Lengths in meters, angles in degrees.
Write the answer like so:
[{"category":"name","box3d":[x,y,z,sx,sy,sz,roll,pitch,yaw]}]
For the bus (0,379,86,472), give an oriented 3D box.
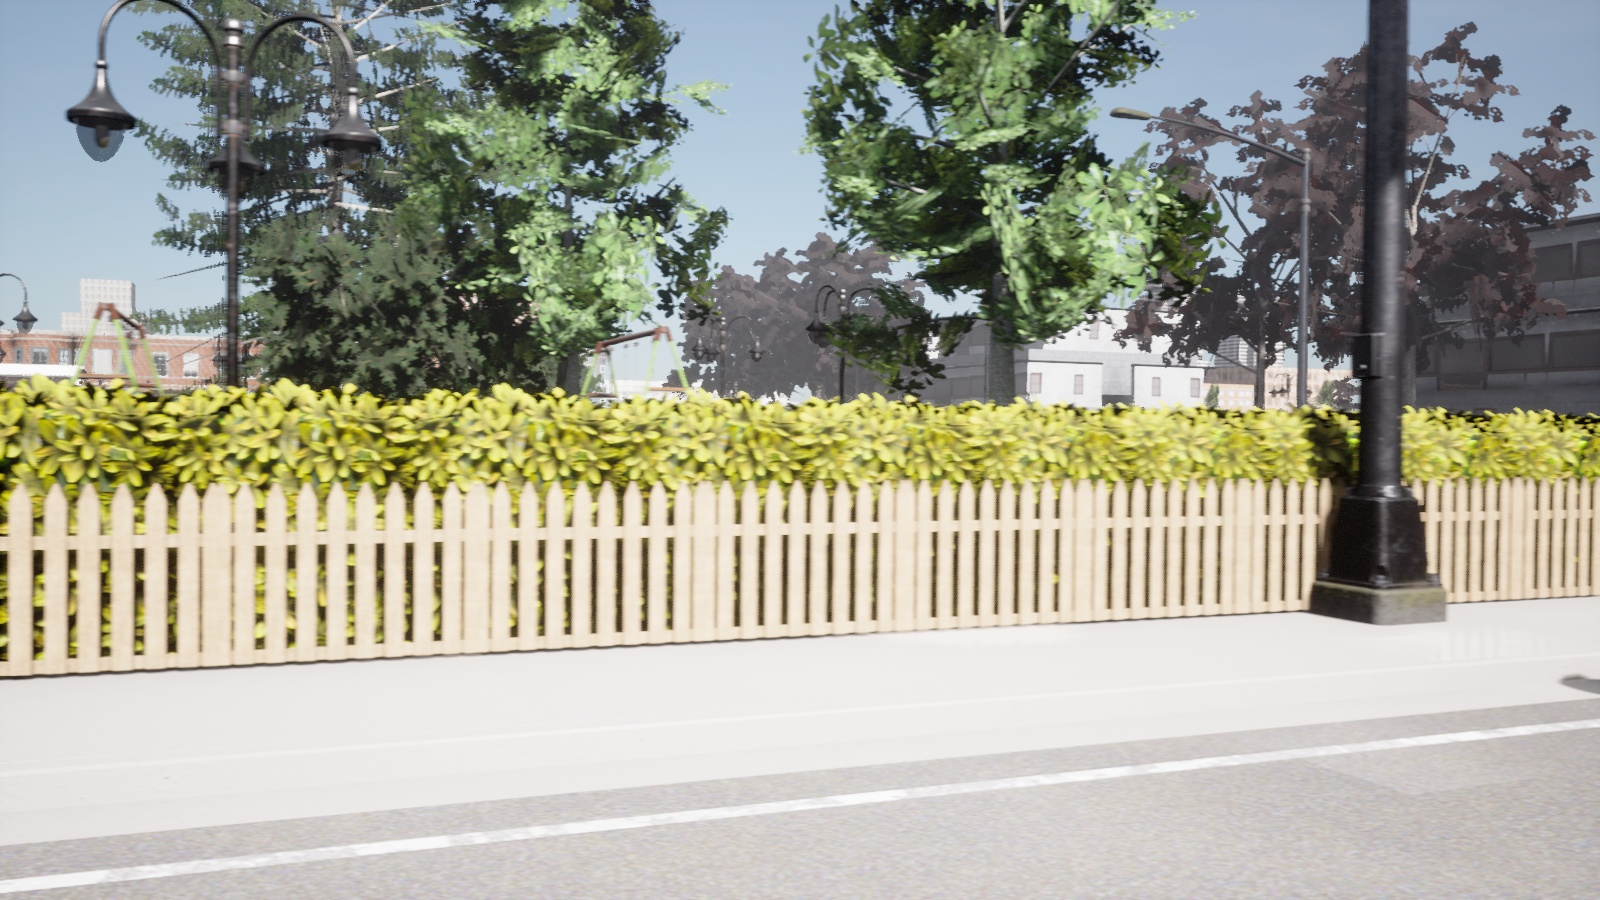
[{"category":"bus","box3d":[-39.458,-1.104,58.477,10.273,4.253,3.944,-1,1,-22]}]
